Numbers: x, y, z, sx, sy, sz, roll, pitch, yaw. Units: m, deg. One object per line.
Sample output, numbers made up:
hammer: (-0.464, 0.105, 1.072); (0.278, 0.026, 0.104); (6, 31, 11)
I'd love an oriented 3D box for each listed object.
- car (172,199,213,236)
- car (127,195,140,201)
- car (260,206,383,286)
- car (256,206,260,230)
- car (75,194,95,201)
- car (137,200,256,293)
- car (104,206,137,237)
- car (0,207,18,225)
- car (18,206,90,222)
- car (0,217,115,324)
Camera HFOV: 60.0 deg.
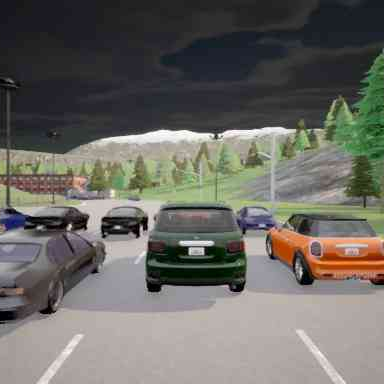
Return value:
car: (0.008, 1.351, 19.322); (2.097, 1.767, 4.553); (0, 0, -1)
car: (-14.491, 1.525, 82.293); (2.128, 1.511, 4.902); (0, 0, -30)
car: (3.580, 1.352, 9.574); (2.097, 1.767, 4.553); (0, 0, 0)
car: (3.514, 1.526, 19.113); (1.812, 1.442, 4.674); (0, 0, -1)
car: (-28.508, 1.524, 88.487); (4.674, 1.442, 1.812); (0, 0, 42)
car: (0.082, 1.222, 9.012); (2.150, 2.045, 5.566); (0, 0, 0)
car: (-3.464, 1.478, 17.844); (1.882, 1.535, 5.008); (0, 0, -1)
car: (-10.465, 1.526, 18.083); (1.812, 1.442, 4.674); (0, 0, -1)
car: (-6.967, 1.478, 17.835); (1.882, 1.535, 5.008); (0, 0, 0)
car: (-3.414, 1.548, 7.475); (2.033, 1.411, 5.357); (0, 0, -1)
